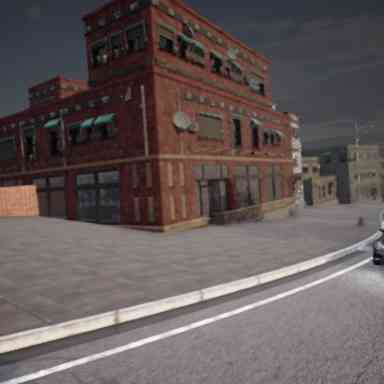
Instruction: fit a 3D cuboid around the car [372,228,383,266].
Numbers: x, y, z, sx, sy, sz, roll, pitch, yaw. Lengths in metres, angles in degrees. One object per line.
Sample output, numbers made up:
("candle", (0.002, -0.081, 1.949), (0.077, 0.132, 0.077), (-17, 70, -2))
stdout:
("car", (7.527, 1.608, 11.173), (1.812, 1.442, 4.674), (-2, -2, 41))
